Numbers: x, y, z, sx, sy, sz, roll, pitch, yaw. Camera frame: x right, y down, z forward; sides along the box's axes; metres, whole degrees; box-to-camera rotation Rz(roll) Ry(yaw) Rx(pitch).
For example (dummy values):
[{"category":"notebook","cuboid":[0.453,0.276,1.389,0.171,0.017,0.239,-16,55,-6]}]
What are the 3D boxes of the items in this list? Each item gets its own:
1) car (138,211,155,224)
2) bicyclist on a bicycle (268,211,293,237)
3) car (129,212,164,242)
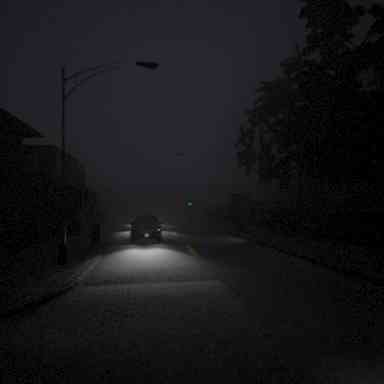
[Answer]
[{"category":"car","cuboid":[-5.597,3.083,40.962,1.994,1.385,4.181,-1,-2,-8]},{"category":"bicyclist on a bicycle","cuboid":[5.609,2.017,21.033,1.656,1.620,0.582,-1,-2,-8]},{"category":"car","cuboid":[-2.911,2.289,21.352,2.128,1.511,4.902,-1,-2,-8]}]
